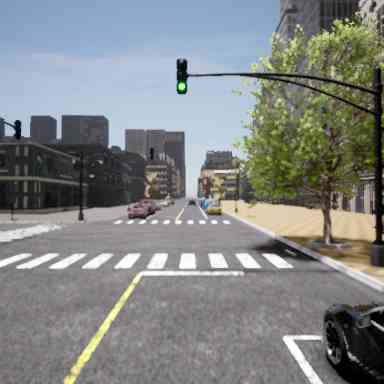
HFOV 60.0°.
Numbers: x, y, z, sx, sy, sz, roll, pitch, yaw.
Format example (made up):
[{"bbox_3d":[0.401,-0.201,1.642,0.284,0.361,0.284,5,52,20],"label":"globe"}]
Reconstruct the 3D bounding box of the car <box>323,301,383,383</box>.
[{"bbox_3d":[2.695,1.605,2.896,1.947,1.339,4.313,0,-1,0],"label":"car"}]

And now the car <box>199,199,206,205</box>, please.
[{"bbox_3d":[2.712,2.621,85.497,1.752,1.417,4.829,0,-1,0],"label":"car"}]

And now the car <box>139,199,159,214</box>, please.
[{"bbox_3d":[-5.677,1.840,40.924,2.192,1.841,5.009,0,-1,0],"label":"car"}]

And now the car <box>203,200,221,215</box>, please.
[{"bbox_3d":[2.702,2.051,41.092,1.752,1.417,4.829,0,-1,0],"label":"car"}]

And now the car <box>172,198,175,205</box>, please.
[{"bbox_3d":[-5.670,2.573,79.775,2.008,1.369,4.403,0,-1,0],"label":"car"}]

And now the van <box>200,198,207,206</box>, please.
[{"bbox_3d":[2.712,2.363,79.779,1.690,1.788,3.998,0,-1,0],"label":"van"}]

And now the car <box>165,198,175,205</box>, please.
[{"bbox_3d":[-5.668,2.409,85.329,2.192,1.841,5.009,0,-1,0],"label":"car"}]

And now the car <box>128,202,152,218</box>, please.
[{"bbox_3d":[-5.679,2.036,35.370,1.802,1.307,4.206,0,-1,0],"label":"car"}]

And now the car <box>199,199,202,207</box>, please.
[{"bbox_3d":[2.705,2.288,57.574,2.008,1.369,4.403,0,-1,0],"label":"car"}]

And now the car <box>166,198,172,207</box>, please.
[{"bbox_3d":[-5.672,2.403,68.505,1.752,1.417,4.829,0,-1,0],"label":"car"}]

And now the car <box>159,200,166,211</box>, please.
[{"bbox_3d":[-5.676,2.218,52.023,2.008,1.369,4.403,0,-1,0],"label":"car"}]

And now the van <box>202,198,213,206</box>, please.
[{"bbox_3d":[2.704,1.936,46.476,1.690,1.788,3.998,0,-1,0],"label":"van"}]

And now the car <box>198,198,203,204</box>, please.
[{"bbox_3d":[2.708,2.445,68.675,1.947,1.339,4.313,0,-1,0],"label":"car"}]

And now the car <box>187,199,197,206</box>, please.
[{"bbox_3d":[0.018,2.488,77.103,1.837,1.490,4.892,0,-1,0],"label":"car"}]
